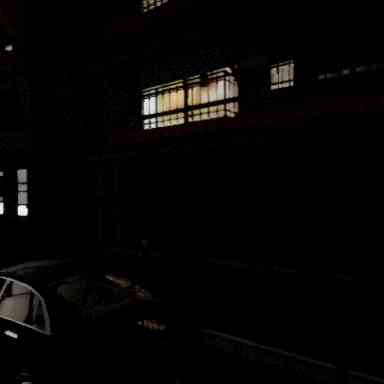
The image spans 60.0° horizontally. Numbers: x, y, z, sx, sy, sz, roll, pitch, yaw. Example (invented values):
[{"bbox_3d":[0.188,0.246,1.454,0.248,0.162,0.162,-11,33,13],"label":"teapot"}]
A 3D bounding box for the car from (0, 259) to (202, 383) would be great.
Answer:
[{"bbox_3d":[-1.948,1.553,4.277,4.403,1.369,2.008,0,-1,36],"label":"car"}]
